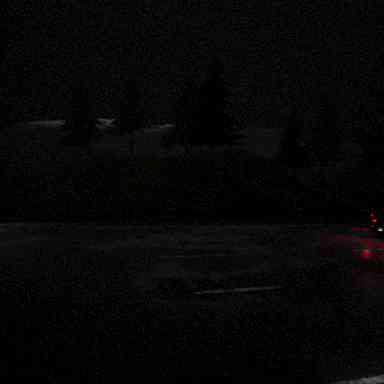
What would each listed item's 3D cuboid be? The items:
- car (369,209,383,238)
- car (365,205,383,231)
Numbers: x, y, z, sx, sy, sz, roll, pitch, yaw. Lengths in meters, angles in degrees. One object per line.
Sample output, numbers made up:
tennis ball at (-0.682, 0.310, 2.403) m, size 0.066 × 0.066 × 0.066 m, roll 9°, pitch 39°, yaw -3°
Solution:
car at (10.586, 1.523, 15.407) m, size 4.674 × 1.442 × 1.812 m, roll 1°, pitch 1°, yaw -16°
car at (12.715, 1.541, 19.682) m, size 4.181 × 1.385 × 1.994 m, roll 1°, pitch 1°, yaw -16°
